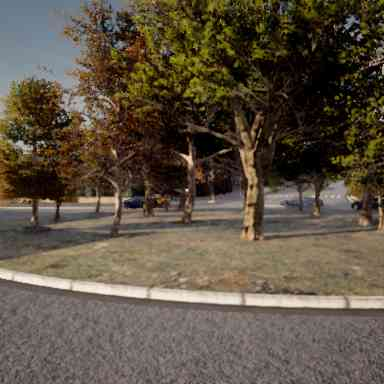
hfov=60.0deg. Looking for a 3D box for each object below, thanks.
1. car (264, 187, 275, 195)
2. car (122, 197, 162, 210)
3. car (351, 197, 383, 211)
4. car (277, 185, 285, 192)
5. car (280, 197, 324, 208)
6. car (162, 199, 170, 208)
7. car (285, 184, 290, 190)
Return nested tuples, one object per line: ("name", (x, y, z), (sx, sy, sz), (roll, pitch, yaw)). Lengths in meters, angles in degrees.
("car", (16.696, -0.234, 75.730), (1.946, 1.575, 5.366), (0, 4, 27))
("car", (-6.623, 1.353, 39.943), (5.008, 1.535, 1.882), (0, 0, -28))
("car", (19.388, 1.279, 35.447), (1.837, 1.490, 4.892), (0, 0, -26))
("car", (21.689, -0.948, 85.560), (1.946, 1.575, 5.366), (0, 4, 27))
("car", (14.358, 1.320, 43.559), (5.357, 1.411, 2.033), (0, 0, 29))
("car", (-5.483, 1.336, 44.238), (5.008, 1.535, 1.882), (0, 0, -21))
("car", (24.305, -1.570, 90.715), (2.435, 2.045, 5.566), (0, 4, 27))
